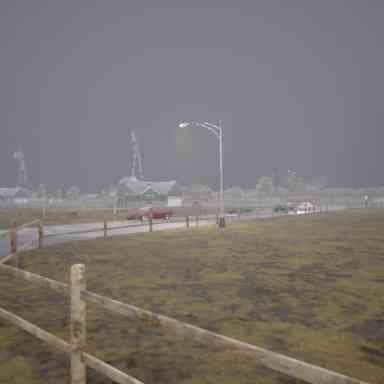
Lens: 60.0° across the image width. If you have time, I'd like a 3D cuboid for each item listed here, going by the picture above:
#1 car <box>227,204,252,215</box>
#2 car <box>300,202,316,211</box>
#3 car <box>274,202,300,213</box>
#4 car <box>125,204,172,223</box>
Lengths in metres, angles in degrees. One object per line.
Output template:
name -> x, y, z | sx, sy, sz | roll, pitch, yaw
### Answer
car -> 6.344, 2.274, 44.334 | 1.994, 1.385, 4.181 | -2, -2, 36
car -> 19.454, 2.454, 56.324 | 1.812, 1.442, 4.674 | -2, -2, 36
car -> 13.437, 2.243, 47.919 | 1.837, 1.490, 4.892 | -2, -2, 36
car -> -3.837, 1.891, 30.131 | 1.882, 1.535, 5.008 | -2, -2, 36
